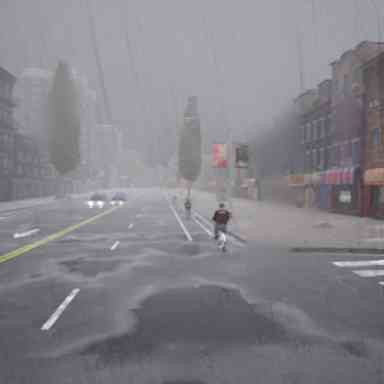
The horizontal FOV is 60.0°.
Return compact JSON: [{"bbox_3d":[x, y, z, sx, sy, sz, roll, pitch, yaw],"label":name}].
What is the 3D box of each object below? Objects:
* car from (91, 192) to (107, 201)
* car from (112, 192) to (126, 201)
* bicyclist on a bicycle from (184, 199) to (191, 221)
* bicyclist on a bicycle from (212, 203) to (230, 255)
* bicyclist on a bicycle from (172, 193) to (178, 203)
[{"bbox_3d":[-15.124,0.738,54.225,1.895,1.301,4.718,1,1,-5],"label":"car"},{"bbox_3d":[-11.890,0.728,54.560,2.033,1.411,5.357,1,1,-5],"label":"car"},{"bbox_3d":[-0.300,1.336,24.928,0.582,1.620,1.656,1,0,-5],"label":"bicyclist on a bicycle"},{"bbox_3d":[0.982,1.258,11.676,0.659,1.776,1.843,3,-2,-6],"label":"bicyclist on a bicycle"},{"bbox_3d":[-2.504,0.885,48.219,0.866,1.612,1.509,1,1,-5],"label":"bicyclist on a bicycle"}]
